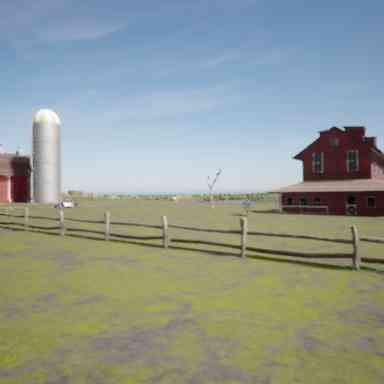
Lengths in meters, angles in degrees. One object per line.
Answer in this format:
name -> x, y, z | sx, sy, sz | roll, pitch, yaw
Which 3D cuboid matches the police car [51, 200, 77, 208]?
police car -> -25.208, 2.341, 65.598 | 2.038, 1.542, 4.974 | -1, -1, 35
